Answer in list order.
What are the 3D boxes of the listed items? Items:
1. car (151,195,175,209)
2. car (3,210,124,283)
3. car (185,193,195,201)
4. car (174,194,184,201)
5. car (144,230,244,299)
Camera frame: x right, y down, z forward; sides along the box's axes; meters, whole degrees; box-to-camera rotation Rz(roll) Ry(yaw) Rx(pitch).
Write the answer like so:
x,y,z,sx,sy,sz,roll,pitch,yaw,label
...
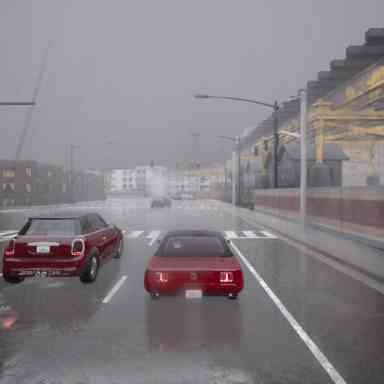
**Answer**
x,y,z,sx,sy,sz,roll,pitch,yaw,label
-4.111,1.505,44.697,1.837,1.490,4.892,1,0,11,car
-3.449,1.352,9.857,2.097,1.767,4.553,0,0,0,car
-0.210,1.591,87.262,1.895,1.301,4.718,0,0,-3,car
-3.695,1.593,86.133,1.895,1.301,4.718,0,0,-3,car
0.047,1.601,8.387,1.895,1.301,4.718,0,0,0,car
